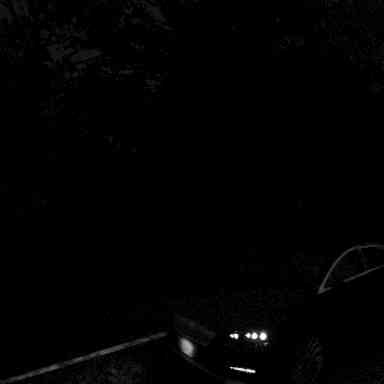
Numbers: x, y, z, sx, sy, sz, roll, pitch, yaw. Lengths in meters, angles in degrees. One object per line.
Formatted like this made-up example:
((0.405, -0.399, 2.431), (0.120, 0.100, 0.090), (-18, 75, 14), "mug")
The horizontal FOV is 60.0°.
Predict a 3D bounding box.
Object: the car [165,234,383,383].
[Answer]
((1.869, 1.495, 5.304), (4.902, 1.511, 2.128), (0, 0, -38), "car")
